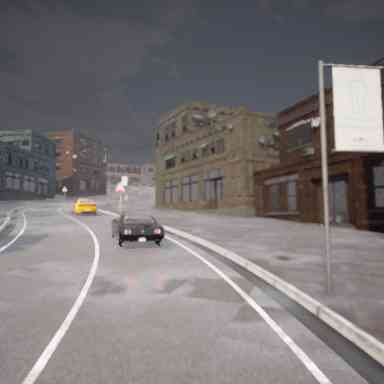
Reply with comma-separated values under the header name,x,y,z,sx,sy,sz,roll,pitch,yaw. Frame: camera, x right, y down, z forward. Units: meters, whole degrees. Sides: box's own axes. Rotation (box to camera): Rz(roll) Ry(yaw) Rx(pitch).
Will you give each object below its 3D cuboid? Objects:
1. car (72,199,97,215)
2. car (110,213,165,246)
name,x,y,z,sx,sy,sz,roll,pitch,yaw
car,-10.862,1.442,33.418,1.882,1.535,5.008,2,0,-26
car,-2.704,1.629,15.493,1.895,1.301,4.718,1,0,-19
